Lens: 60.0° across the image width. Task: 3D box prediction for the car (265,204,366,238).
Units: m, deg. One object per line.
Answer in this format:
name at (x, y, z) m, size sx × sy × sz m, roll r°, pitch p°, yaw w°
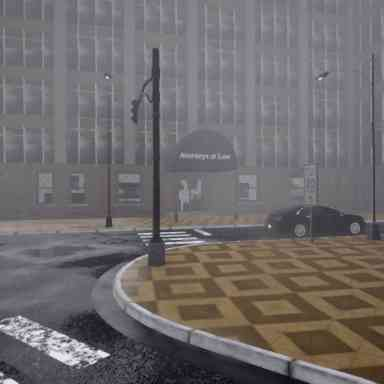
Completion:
car at (5.948, 1.321, 15.996) m, size 4.892 × 1.490 × 1.837 m, roll 0°, pitch 0°, yaw -14°
